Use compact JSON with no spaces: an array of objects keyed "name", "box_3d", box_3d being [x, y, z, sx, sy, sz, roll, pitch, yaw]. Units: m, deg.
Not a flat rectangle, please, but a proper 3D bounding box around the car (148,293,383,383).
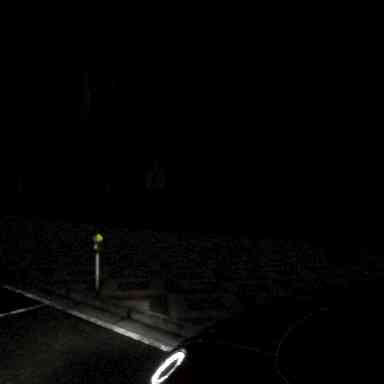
[{"name":"car","box_3d":[1.770,1.374,2.061,4.553,1.767,2.097,0,0,38]}]
